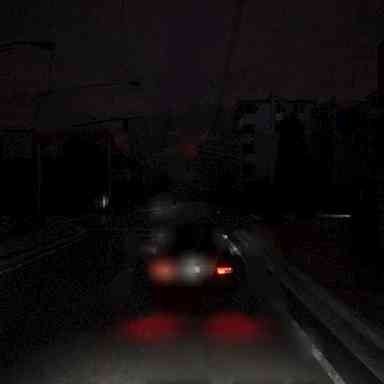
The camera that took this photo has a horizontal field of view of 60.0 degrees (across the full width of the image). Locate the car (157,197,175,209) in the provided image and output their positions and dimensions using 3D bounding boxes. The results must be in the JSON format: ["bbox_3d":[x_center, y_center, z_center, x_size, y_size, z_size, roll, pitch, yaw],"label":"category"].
[{"bbox_3d":[-3.711,1.526,45.965,1.812,1.442,4.674,0,0,0],"label":"car"}]

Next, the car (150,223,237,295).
[{"bbox_3d":[0.038,1.547,8.853,2.033,1.411,5.357,0,0,0],"label":"car"}]
